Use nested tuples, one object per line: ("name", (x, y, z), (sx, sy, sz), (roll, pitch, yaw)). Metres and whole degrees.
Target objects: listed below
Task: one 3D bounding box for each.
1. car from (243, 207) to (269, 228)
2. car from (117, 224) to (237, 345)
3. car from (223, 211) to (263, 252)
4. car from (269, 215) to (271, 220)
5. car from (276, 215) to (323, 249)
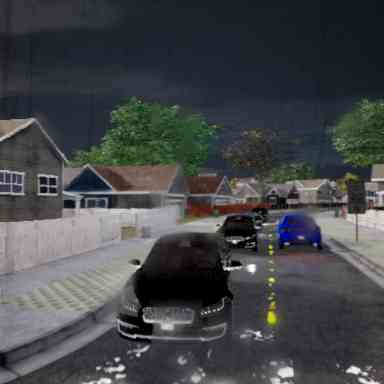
("car", (4.498, 2.095, 25.158), (2.128, 1.511, 4.902), (0, -1, 14))
("car", (-0.068, 1.682, 7.047), (1.837, 1.490, 4.892), (0, -1, 6))
("car", (2.329, 1.896, 16.151), (1.837, 1.490, 4.892), (0, -1, 13))
("car", (7.041, 2.354, 34.696), (1.812, 1.442, 4.674), (-1, -1, 18))
("car", (5.325, 1.878, 16.774), (1.882, 1.535, 5.008), (0, -1, 14))
